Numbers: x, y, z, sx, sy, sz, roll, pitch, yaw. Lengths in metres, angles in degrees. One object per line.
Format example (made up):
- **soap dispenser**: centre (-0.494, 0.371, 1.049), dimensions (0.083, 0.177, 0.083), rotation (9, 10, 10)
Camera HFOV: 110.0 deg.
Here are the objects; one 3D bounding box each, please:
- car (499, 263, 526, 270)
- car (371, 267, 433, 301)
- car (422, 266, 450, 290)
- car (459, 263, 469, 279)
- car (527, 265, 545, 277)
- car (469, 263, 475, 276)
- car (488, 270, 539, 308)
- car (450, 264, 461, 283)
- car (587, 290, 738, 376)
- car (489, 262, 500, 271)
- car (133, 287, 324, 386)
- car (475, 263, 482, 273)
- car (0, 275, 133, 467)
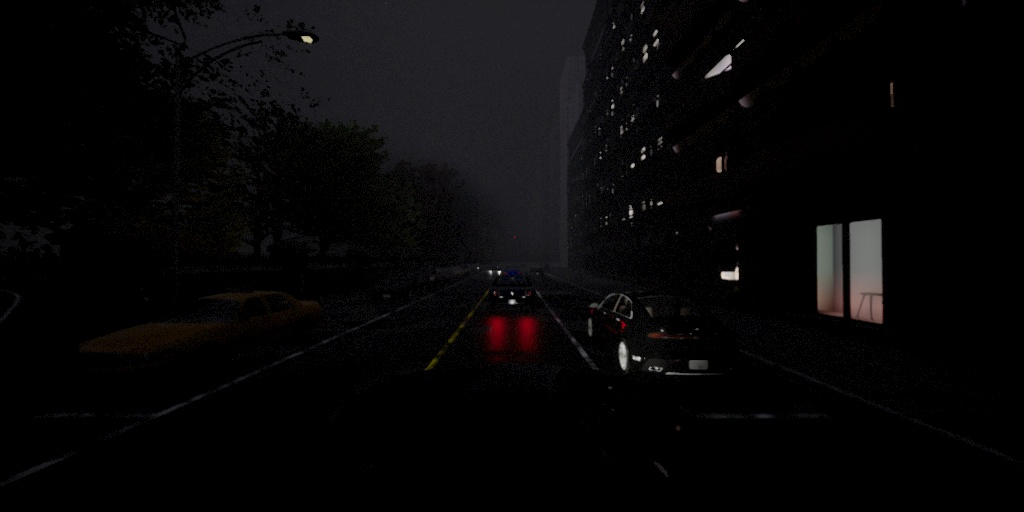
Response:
- **car**: centre (0.036, 1.556, 31.240), dimensions (1.812, 1.442, 4.674), rotation (0, 0, 0)
- **car**: centre (-5.675, 1.472, 18.433), dimensions (1.948, 1.339, 4.313), rotation (0, 0, 0)
- **car**: centre (-5.669, 1.399, 23.971), dimensions (1.967, 1.591, 4.097), rotation (0, 0, 0)
- **car**: centre (-5.658, 1.592, 34.878), dimensions (1.751, 1.417, 4.829), rotation (0, 0, 0)
- **car**: centre (2.728, 1.672, 40.580), dimensions (2.007, 1.370, 4.403), rotation (0, 0, 0)
- **car**: centre (-5.652, 1.561, 40.587), dimensions (1.967, 1.591, 4.097), rotation (0, 0, 0)
- **car**: centre (0.016, 1.484, 15.965), dimensions (1.895, 1.301, 4.718), rotation (0, -1, 0)
- **car**: centre (-5.663, 1.595, 29.510), dimensions (1.802, 1.307, 4.207), rotation (0, 0, 0)
- **car**: centre (2.694, 1.353, 7.350), dimensions (2.007, 1.370, 4.403), rotation (0, 0, 0)
- **car**: centre (-2.940, 1.871, 64.302), dimensions (1.837, 1.490, 4.892), rotation (0, -1, 0)
- **car**: centre (-5.686, 1.327, 7.186), dimensions (1.751, 1.417, 4.829), rotation (0, 0, 0)
- **car**: centre (-5.718, 1.781, 51.662), dimensions (2.007, 1.370, 4.403), rotation (0, 0, 0)
- **car**: centre (-5.692, 1.065, 1.818), dimensions (2.192, 1.841, 5.009), rotation (0, 0, 0)
